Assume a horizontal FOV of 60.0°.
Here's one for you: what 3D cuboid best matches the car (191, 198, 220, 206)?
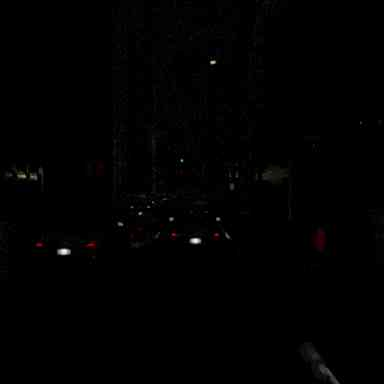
[{"bbox_3d":[1.001,1.182,24.692,1.812,1.442,4.674,0,2,14],"label":"car"}]

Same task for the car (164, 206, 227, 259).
[{"bbox_3d":[0.105,1.393,11.866,1.994,1.385,4.181,0,1,0],"label":"car"}]

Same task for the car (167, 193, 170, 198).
[{"bbox_3d":[-6.464,0.715,78.876,1.812,1.442,4.674,0,0,0],"label":"car"}]

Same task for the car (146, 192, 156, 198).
[{"bbox_3d":[-9.715,0.715,78.845,1.812,1.442,4.674,0,0,0],"label":"car"}]

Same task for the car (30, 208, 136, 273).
[{"bbox_3d":[-3.146,1.415,10.184,1.994,1.385,4.181,0,1,0],"label":"car"}]

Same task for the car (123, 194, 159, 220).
[{"bbox_3d":[-3.893,1.171,24.148,2.128,1.511,4.902,0,1,-12],"label":"car"}]

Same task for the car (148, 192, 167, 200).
[{"bbox_3d":[-6.493,0.812,63.382,2.128,1.511,4.902,0,1,1],"label":"car"}]
